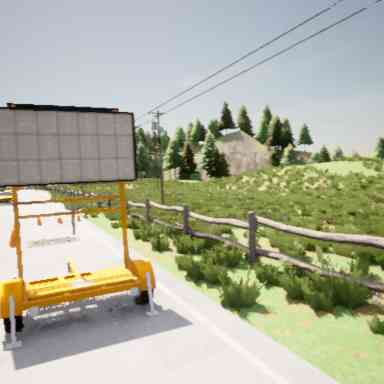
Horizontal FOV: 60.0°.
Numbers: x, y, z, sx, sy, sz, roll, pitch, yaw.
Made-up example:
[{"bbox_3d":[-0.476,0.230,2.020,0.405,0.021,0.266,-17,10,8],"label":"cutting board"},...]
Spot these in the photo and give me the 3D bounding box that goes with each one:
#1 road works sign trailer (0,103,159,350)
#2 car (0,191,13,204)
[{"bbox_3d":[-2.218,0.252,6.147,2.380,3.560,2.880,-4,3,-26],"label":"road works sign trailer"},{"bbox_3d":[-21.079,0.652,37.721,1.882,1.535,5.008,-4,3,-25],"label":"car"}]
